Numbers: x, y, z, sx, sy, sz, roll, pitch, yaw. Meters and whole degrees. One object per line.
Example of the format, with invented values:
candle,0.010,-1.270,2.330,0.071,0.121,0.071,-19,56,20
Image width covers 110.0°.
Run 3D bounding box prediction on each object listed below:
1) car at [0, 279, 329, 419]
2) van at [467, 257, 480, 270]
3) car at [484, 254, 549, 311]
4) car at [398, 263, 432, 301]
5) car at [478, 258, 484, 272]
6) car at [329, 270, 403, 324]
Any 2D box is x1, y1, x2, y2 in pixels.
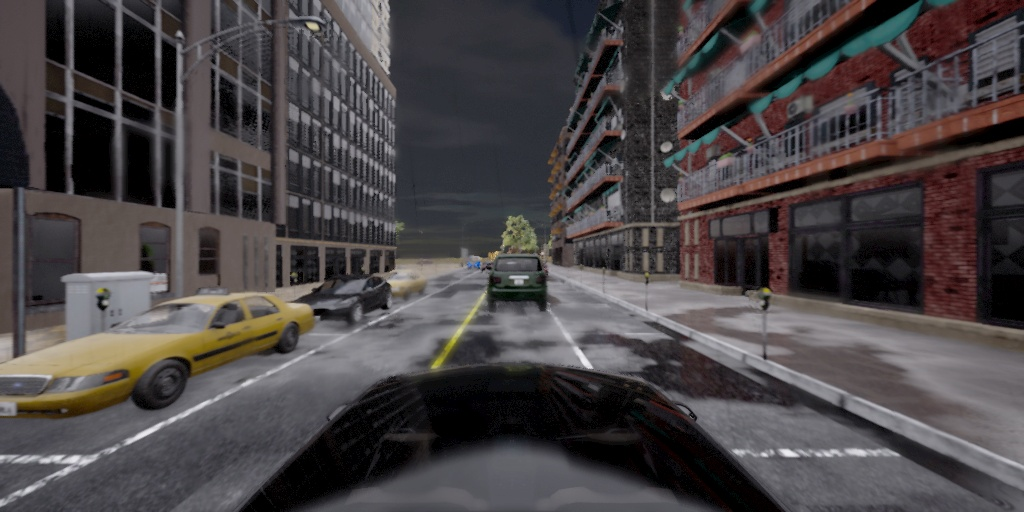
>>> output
car,-5.314,1.267,6.143,1.751,1.417,4.829,0,0,0
van,-5.338,1.000,50.576,1.690,1.789,3.998,0,0,0
car,0.148,0.948,14.499,2.150,2.045,5.566,0,0,-2
car,-5.312,1.247,17.209,1.751,1.417,4.829,0,0,0
car,-2.777,1.235,44.701,1.994,1.385,4.181,0,0,1
car,-5.314,1.297,11.846,1.948,1.339,4.313,0,0,0
